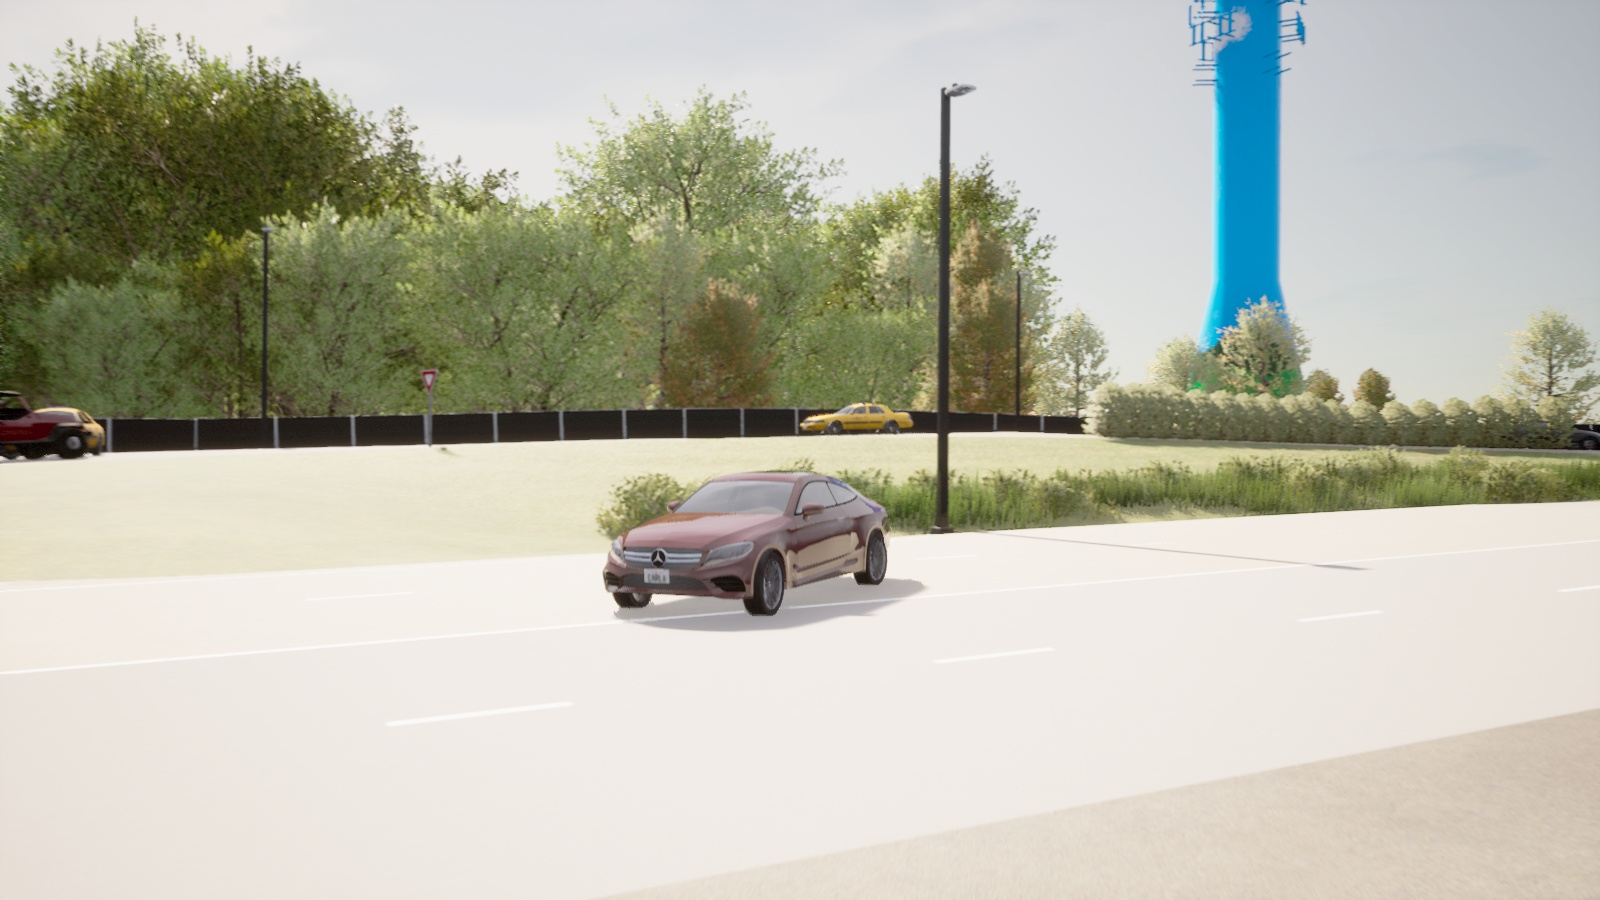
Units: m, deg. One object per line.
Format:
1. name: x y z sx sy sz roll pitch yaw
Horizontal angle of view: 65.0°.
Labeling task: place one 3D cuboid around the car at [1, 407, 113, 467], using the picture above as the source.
1. car: -21.576 -0.386 36.702 1.801 1.575 5.366 -2 1 -20

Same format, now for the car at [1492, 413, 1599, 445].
1. car: 36.797 -1.026 61.607 4.674 1.442 1.812 1 0 14

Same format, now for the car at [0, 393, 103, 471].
1. car: -20.383 -0.478 32.234 1.905 1.878 3.866 1 4 28

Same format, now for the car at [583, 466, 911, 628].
1. car: -0.401 0.988 14.715 1.812 1.442 4.674 -1 1 26

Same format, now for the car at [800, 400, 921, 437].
1. car: 2.844 -1.490 58.656 5.366 1.575 1.801 -2 1 -25
